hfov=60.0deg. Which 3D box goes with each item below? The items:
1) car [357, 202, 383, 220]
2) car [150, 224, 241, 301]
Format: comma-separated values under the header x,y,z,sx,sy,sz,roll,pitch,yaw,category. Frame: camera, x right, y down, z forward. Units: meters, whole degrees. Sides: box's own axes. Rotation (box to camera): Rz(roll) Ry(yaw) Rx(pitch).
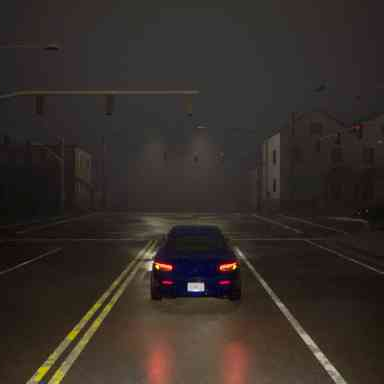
x,y,z,sx,sy,sz,roll,pitch,yaw,category
16.370,1.526,27.970,4.674,1.442,1.812,0,0,-1,car
0.087,1.526,8.219,1.812,1.442,4.674,0,0,0,car
